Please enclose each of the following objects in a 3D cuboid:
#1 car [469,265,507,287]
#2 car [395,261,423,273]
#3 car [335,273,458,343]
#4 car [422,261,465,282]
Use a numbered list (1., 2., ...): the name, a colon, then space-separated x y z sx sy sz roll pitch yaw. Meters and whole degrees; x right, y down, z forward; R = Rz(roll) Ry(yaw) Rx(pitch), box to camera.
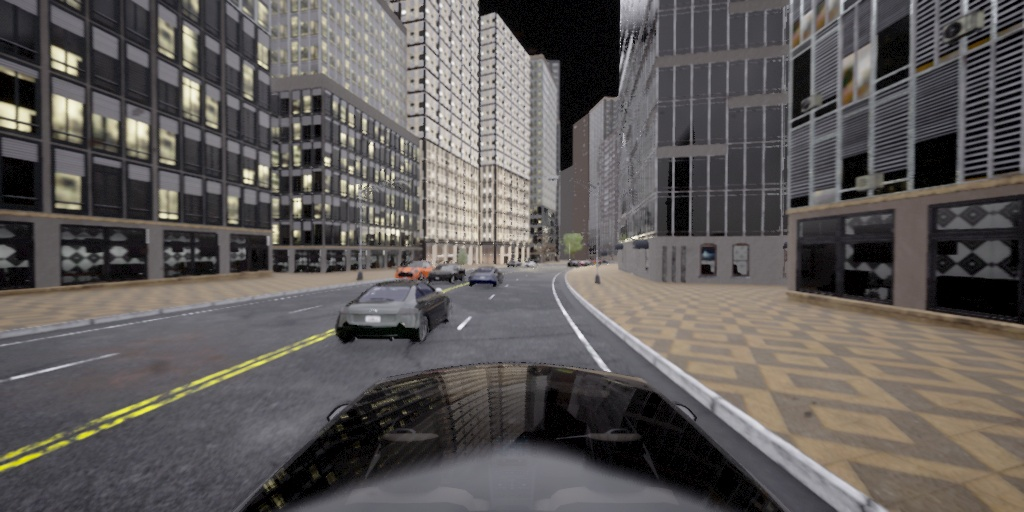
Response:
1. car: -1.777 1.415 25.949 1.994 1.385 4.181 0 0 6
2. car: -8.032 1.187 30.125 2.097 1.767 4.553 0 0 7
3. car: -2.933 1.339 9.745 1.994 1.385 4.181 0 0 2
4. car: -5.020 1.320 27.949 1.882 1.535 5.008 0 0 7
